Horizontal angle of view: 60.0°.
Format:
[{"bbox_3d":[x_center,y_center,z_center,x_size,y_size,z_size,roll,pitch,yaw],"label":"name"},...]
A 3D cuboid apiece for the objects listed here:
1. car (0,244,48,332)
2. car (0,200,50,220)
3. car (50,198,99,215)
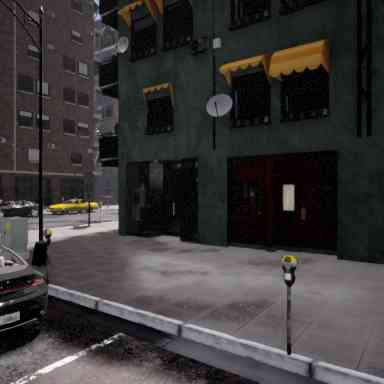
[{"bbox_3d":[-4.343,1.551,5.969,4.403,1.369,2.008,0,0,35],"label":"car"},{"bbox_3d":[-13.912,1.350,25.977,2.008,1.369,4.403,1,1,35],"label":"car"},{"bbox_3d":[-10.824,1.249,30.403,1.752,1.417,4.829,1,1,35],"label":"car"}]
